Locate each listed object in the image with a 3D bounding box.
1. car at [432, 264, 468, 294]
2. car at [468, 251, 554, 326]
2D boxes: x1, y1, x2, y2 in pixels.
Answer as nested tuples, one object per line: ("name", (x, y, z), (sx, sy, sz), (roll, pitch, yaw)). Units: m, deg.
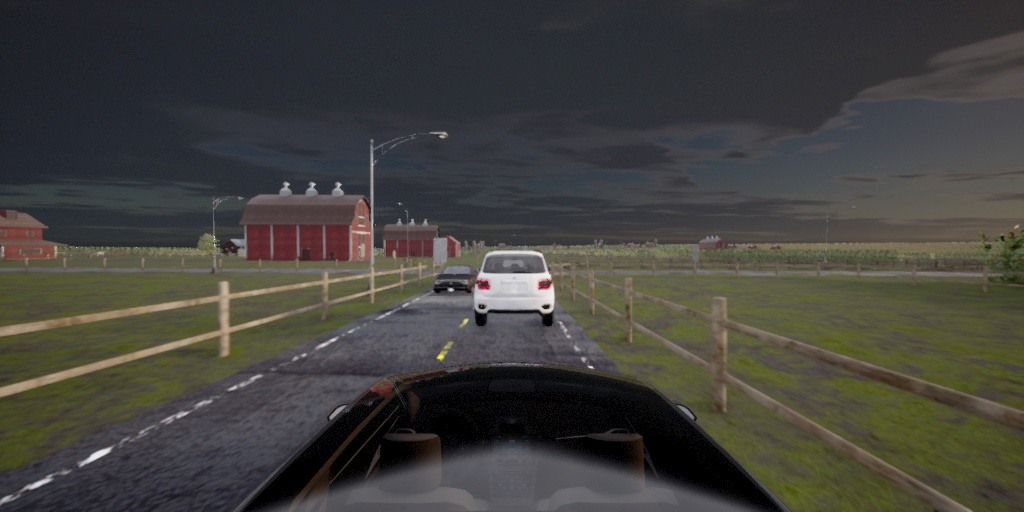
("car", (-2.812, 1.164, 19.240), (2.033, 1.411, 5.357), (0, 0, 0))
("car", (0.087, 0.890, 11.547), (2.150, 2.045, 5.566), (0, 0, 1))
